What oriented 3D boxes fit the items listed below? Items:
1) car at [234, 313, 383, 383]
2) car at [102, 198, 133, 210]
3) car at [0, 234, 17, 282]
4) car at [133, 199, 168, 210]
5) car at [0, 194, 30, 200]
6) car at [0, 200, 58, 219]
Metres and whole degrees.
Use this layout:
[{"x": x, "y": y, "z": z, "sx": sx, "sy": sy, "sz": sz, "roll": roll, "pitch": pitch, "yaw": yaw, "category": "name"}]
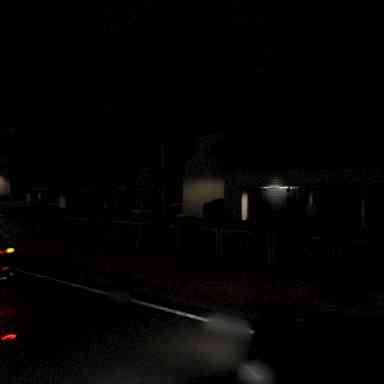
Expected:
[{"x": 2.526, "y": 1.526, "z": 2.184, "sx": 4.674, "sy": 1.442, "sz": 1.812, "roll": 0, "pitch": 0, "yaw": 36, "category": "car"}, {"x": -9.164, "y": 1.491, "z": 42.361, "sx": 2.128, "sy": 1.511, "sz": 4.902, "roll": 0, "pitch": 0, "yaw": 35, "category": "car"}, {"x": -6.307, "y": 1.506, "z": 8.576, "sx": 4.892, "sy": 1.490, "sz": 1.837, "roll": 0, "pitch": 0, "yaw": 38, "category": "car"}, {"x": -4.976, "y": 1.564, "z": 42.205, "sx": 1.994, "sy": 1.385, "sz": 4.181, "roll": 0, "pitch": 0, "yaw": 36, "category": "car"}, {"x": -17.594, "y": 1.217, "z": 30.561, "sx": 2.150, "sy": 2.045, "sz": 5.566, "roll": 0, "pitch": 1, "yaw": 36, "category": "car"}, {"x": -14.300, "y": 1.601, "z": 29.122, "sx": 1.895, "sy": 1.301, "sz": 4.718, "roll": 0, "pitch": 0, "yaw": 35, "category": "car"}]
